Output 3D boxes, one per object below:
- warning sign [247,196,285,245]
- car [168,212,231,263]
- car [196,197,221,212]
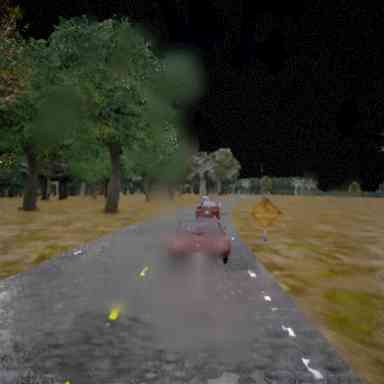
[{"bbox_3d":[2.985,1.125,13.531,1.300,1.860,1.060,1,0,3],"label":"warning sign"},{"bbox_3d":[0.325,1.607,12.022,1.895,1.301,4.718,0,0,3],"label":"car"},{"bbox_3d":[1.433,1.472,28.695,1.882,1.535,5.008,0,0,6],"label":"car"}]
